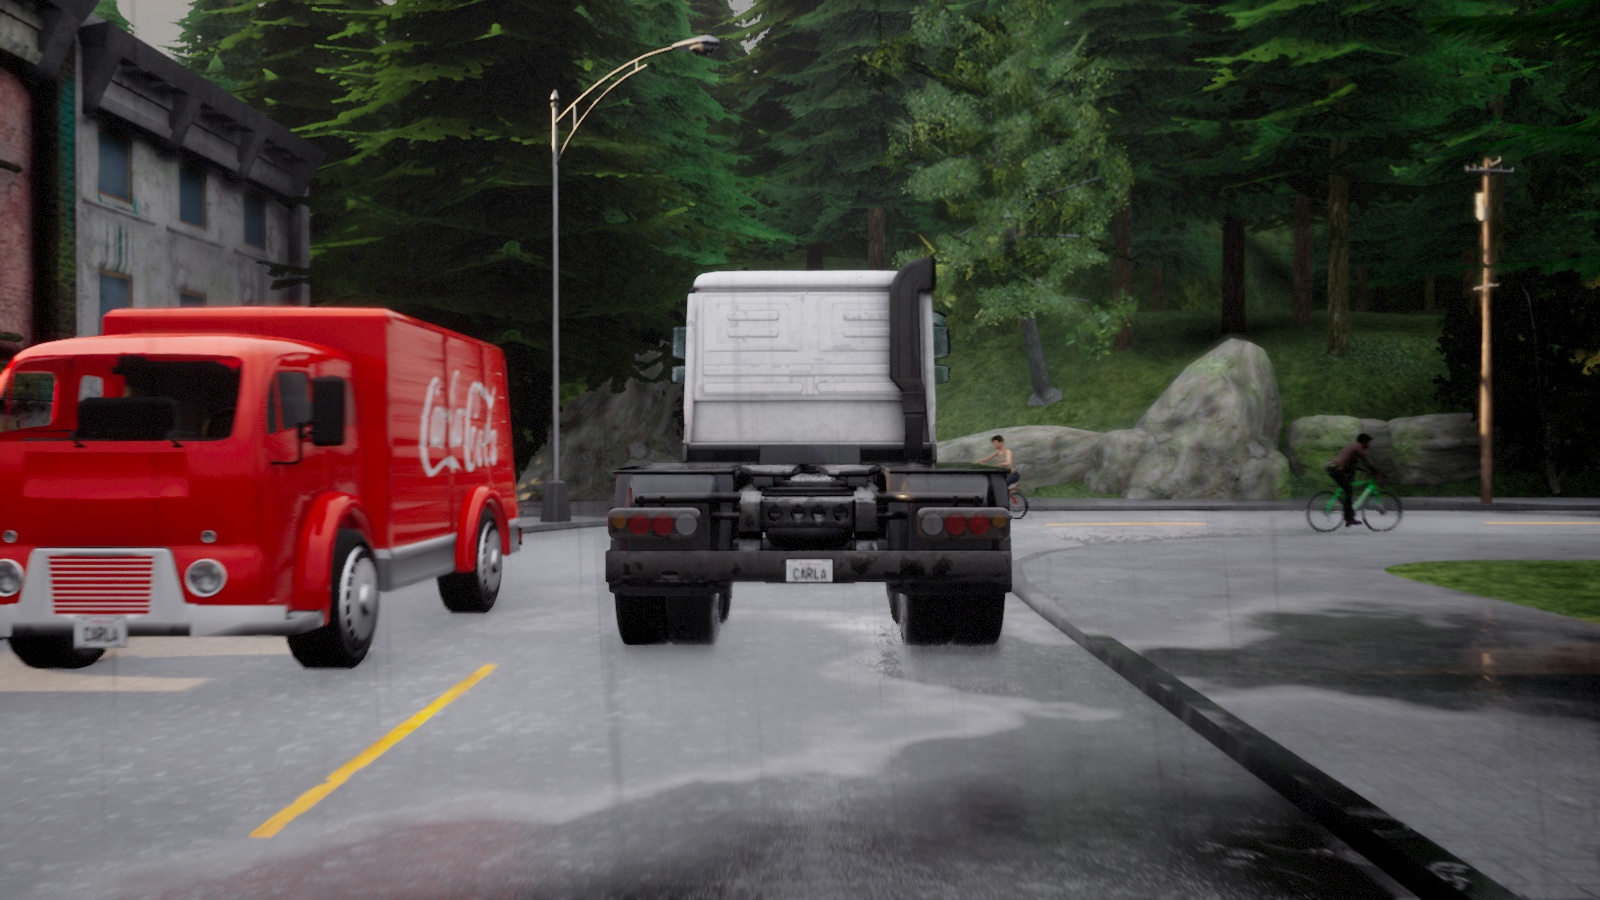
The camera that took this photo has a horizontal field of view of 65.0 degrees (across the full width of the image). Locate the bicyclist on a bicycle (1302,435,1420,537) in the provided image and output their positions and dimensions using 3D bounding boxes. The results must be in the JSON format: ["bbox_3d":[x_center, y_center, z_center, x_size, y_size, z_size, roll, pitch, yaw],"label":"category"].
[{"bbox_3d":[9.062,0.567,20.300,1.656,1.620,0.582,0,1,-6],"label":"bicyclist on a bicycle"}]

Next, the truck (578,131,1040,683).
[{"bbox_3d":[0.096,-0.314,11.862,2.891,3.462,7.936,0,1,1],"label":"truck"}]

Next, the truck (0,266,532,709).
[{"bbox_3d":[-3.952,0.190,9.602,2.627,2.467,5.204,0,0,1],"label":"truck"}]

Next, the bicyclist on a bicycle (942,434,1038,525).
[{"bbox_3d":[3.538,0.527,23.380,1.509,1.612,0.866,0,2,-22],"label":"bicyclist on a bicycle"}]
